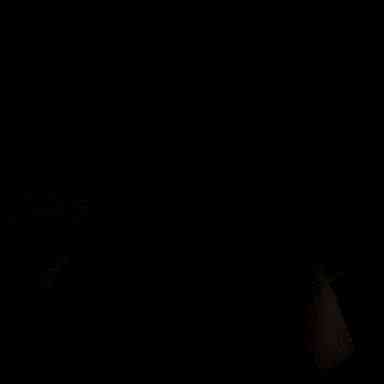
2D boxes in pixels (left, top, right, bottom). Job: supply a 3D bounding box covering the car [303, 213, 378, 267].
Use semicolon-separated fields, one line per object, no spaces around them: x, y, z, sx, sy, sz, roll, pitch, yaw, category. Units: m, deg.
4.598;1.512;11.573;4.892;1.490;1.837;0;0;-36;car
